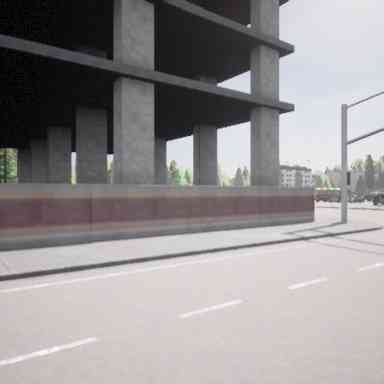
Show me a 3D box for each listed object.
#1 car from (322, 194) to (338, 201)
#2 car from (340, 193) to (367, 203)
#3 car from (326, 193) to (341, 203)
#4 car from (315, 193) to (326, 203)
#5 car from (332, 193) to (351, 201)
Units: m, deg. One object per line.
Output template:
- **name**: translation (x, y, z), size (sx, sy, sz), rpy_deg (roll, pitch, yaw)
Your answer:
- **car**: translation (33.558, 1.325, 80.629), size (3.905, 1.438, 1.784), rpy_deg (0, 0, -35)
- **car**: translation (29.358, 1.356, 60.471), size (3.806, 1.475, 1.970), rpy_deg (0, 0, -35)
- **car**: translation (27.686, 1.324, 62.834), size (3.905, 1.438, 1.784), rpy_deg (0, 0, -35)
- **car**: translation (26.095, 1.113, 64.995), size (4.605, 1.855, 1.932), rpy_deg (0, 0, -35)
- **car**: translation (35.180, 1.115, 78.228), size (4.605, 1.855, 1.932), rpy_deg (0, 0, -35)
